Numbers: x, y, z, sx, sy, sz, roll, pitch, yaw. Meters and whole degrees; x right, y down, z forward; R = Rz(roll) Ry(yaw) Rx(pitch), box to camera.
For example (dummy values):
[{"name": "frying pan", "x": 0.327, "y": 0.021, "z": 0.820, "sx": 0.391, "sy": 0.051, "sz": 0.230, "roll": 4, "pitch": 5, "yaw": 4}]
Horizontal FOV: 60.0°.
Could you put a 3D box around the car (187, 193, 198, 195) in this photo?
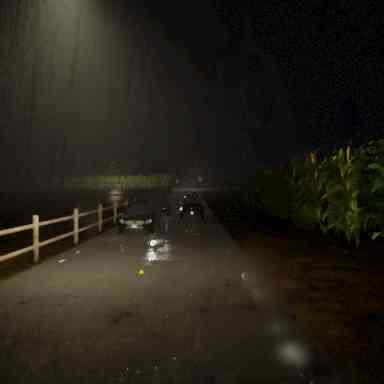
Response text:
[{"name": "car", "x": 0.069, "y": 0.848, "z": 42.271, "sx": 2.033, "sy": 1.411, "sz": 5.357, "roll": 0, "pitch": 2, "yaw": 0}]

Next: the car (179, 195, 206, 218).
[{"name": "car", "x": 0.023, "y": 1.233, "z": 26.650, "sx": 1.837, "sy": 1.490, "sz": 4.892, "roll": 0, "pitch": 1, "yaw": 0}]

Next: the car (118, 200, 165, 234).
[{"name": "car", "x": -2.775, "y": 1.389, "z": 18.464, "sx": 1.812, "sy": 1.442, "sz": 4.674, "roll": 0, "pitch": 0, "yaw": 1}]

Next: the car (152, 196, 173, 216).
[{"name": "car", "x": -2.747, "y": 1.184, "z": 28.990, "sx": 1.837, "sy": 1.490, "sz": 4.892, "roll": 0, "pitch": 1, "yaw": 0}]
